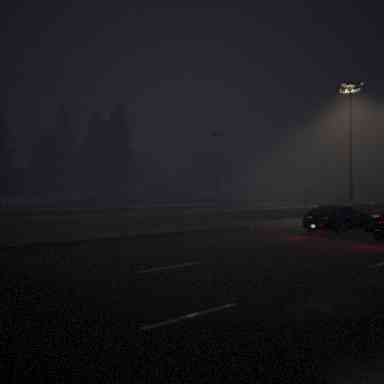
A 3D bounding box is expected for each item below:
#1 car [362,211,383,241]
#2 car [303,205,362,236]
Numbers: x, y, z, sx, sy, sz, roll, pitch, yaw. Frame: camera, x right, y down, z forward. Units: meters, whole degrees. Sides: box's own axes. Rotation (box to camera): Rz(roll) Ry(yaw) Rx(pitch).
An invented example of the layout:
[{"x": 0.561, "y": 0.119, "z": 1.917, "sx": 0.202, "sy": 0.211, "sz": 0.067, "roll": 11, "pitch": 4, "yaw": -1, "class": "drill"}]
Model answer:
[{"x": 10.088, "y": 1.451, "z": 15.255, "sx": 4.892, "sy": 1.490, "sz": 1.837, "roll": 0, "pitch": 0, "yaw": -35, "class": "car"}, {"x": 8.047, "y": 1.451, "z": 18.096, "sx": 4.892, "sy": 1.490, "sz": 1.837, "roll": 0, "pitch": 0, "yaw": -35, "class": "car"}]
